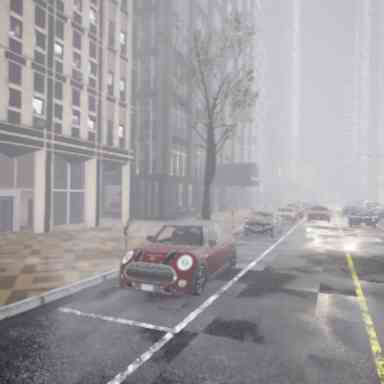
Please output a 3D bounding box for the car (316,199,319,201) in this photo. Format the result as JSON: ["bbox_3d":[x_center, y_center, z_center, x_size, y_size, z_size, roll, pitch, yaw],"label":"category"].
[{"bbox_3d":[26.035,2.536,71.996,1.887,1.381,4.507,1,0,23],"label":"car"}]

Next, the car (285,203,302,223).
[{"bbox_3d":[8.498,1.920,29.737,1.752,1.417,4.829,1,-1,23],"label":"car"}]

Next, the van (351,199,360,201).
[{"bbox_3d":[31.593,2.366,63.520,1.690,1.788,3.998,1,0,23],"label":"van"}]

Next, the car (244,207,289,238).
[{"bbox_3d":[4.195,1.788,19.369,2.008,1.369,4.403,1,-1,23],"label":"car"}]

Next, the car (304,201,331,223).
[{"bbox_3d":[11.630,1.931,30.441,1.882,1.535,5.008,1,-1,23],"label":"car"}]

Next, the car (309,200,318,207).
[{"bbox_3d":[28.219,2.644,77.259,1.802,1.307,4.206,1,0,23],"label":"car"}]

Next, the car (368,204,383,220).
[{"bbox_3d":[18.487,2.132,31.943,2.008,1.369,4.403,1,-1,23],"label":"car"}]

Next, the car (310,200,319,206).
[{"bbox_3d":[30.403,2.683,82.521,2.008,1.369,4.403,1,0,23],"label":"car"}]

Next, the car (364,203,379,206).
[{"bbox_3d":[20.670,2.239,37.205,1.802,1.307,4.206,1,0,23],"label":"car"}]

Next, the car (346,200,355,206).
[{"bbox_3d":[40.326,2.872,84.571,1.947,1.339,4.313,1,0,23],"label":"car"}]

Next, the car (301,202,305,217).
[{"bbox_3d":[10.749,1.915,35.159,1.967,1.590,4.097,1,-1,23],"label":"car"}]

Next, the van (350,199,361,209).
[{"bbox_3d":[33.778,2.438,68.783,1.690,1.788,3.998,1,0,23],"label":"van"}]

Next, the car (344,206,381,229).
[{"bbox_3d":[13.168,2.045,25.951,1.895,1.301,4.718,1,0,23],"label":"car"}]

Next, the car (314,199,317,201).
[{"bbox_3d":[21.667,2.428,61.470,1.802,1.307,4.206,1,0,23],"label":"car"}]

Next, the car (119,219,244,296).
[{"bbox_3d":[-0.171,1.514,8.844,1.967,1.590,4.097,1,-1,23],"label":"car"}]

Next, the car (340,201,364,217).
[{"bbox_3d":[18.216,2.130,38.180,1.837,1.490,4.892,1,0,23],"label":"car"}]

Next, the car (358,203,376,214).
[{"bbox_3d":[25.038,2.351,47.730,1.887,1.381,4.507,1,0,23],"label":"car"}]

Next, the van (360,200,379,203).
[{"bbox_3d":[22.857,2.073,42.469,1.690,1.788,3.998,1,0,23],"label":"van"}]
